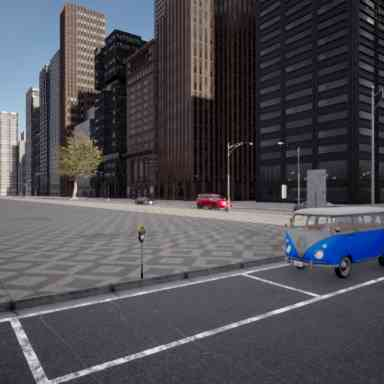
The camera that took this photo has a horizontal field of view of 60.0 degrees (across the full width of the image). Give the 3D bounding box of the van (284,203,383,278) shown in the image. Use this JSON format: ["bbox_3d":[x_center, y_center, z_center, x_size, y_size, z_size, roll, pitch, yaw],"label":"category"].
[{"bbox_3d":[4.463,1.341,9.836,3.998,1.788,1.690,0,0,-36],"label":"van"}]

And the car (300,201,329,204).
[{"bbox_3d":[11.543,1.535,30.066,2.128,1.511,4.902,0,0,-36],"label":"car"}]

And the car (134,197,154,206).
[{"bbox_3d":[-8.299,1.635,57.807,2.128,1.511,4.902,0,0,-36],"label":"car"}]

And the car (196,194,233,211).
[{"bbox_3d":[2.760,1.293,42.273,2.150,2.045,5.566,0,1,-36],"label":"car"}]
